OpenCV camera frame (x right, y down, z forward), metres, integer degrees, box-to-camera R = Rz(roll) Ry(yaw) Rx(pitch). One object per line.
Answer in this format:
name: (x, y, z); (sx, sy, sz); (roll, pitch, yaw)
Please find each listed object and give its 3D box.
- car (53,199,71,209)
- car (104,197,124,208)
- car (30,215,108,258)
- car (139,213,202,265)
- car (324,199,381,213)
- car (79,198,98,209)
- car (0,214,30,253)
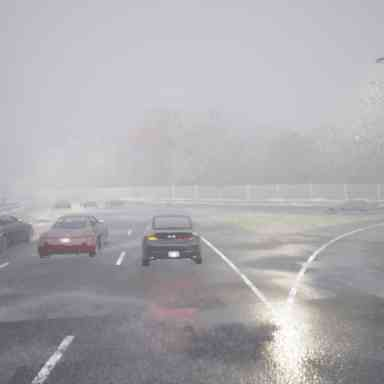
car: (-18.040, 1.635, 46.267); (1.994, 1.385, 4.181); (0, 0, -28)
car: (-11.511, 1.524, 48.885); (1.882, 1.535, 5.008); (0, 0, -28)
car: (-4.483, 1.582, 13.052); (1.994, 1.385, 4.181); (0, 0, -8)
car: (-0.775, 1.509, 11.784); (1.837, 1.490, 4.892); (0, 0, -6)
car: (16.929, 1.487, 35.294); (5.357, 1.411, 2.033); (0, 0, 8)
car: (-14.740, 1.584, 47.508); (1.812, 1.442, 4.674); (0, 0, -28)
car: (-8.086, 1.595, 13.624); (1.994, 1.385, 4.181); (0, 0, -8)
